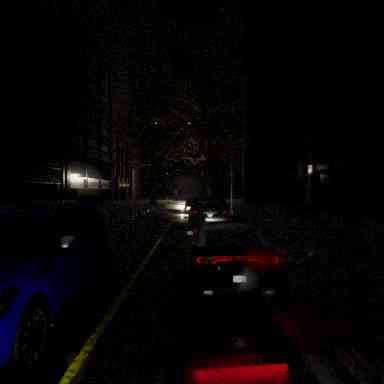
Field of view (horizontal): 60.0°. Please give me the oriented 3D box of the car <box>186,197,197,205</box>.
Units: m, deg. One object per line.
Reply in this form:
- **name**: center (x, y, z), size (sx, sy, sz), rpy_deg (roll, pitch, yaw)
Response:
- **car**: center (-0.068, 1.657, 60.117), size (1.895, 1.301, 4.718), rpy_deg (0, 0, 0)

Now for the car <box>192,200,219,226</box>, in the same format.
- **car**: center (0.872, 1.469, 24.896), size (1.801, 1.575, 5.366), rpy_deg (0, 0, 0)

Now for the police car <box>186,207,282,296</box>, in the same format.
- **police car**: center (0.891, 1.428, 8.815), size (1.930, 1.638, 5.238), rpy_deg (0, 0, 0)

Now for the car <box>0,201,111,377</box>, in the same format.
- **car**: center (-3.005, 1.222, 5.895), size (2.150, 2.045, 5.566), rpy_deg (0, 0, 0)

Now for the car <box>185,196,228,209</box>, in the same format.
- **car**: center (0.880, 1.233, 18.736), size (2.150, 2.045, 5.566), rpy_deg (0, 0, 0)

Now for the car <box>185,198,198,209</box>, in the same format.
- **car**: center (-0.040, 1.560, 46.050), size (1.812, 1.442, 4.674), rpy_deg (0, 0, 0)
